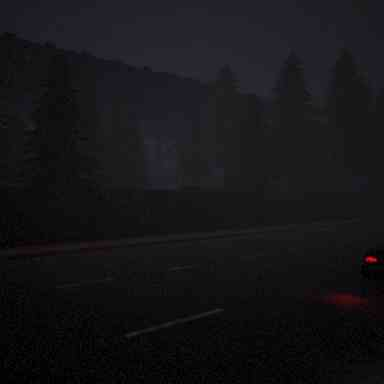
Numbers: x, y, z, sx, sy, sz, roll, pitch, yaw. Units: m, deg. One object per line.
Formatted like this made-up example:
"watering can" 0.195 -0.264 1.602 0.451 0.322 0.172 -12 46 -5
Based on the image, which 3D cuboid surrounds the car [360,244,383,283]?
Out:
"car" 6.470 1.616 8.631 5.357 1.411 2.033 0 0 -36
